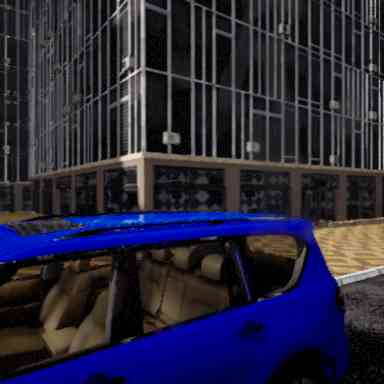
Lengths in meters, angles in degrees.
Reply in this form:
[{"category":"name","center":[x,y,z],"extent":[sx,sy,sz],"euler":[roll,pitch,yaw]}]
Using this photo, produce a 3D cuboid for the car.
[{"category":"car","center":[-1.007,1.228,2.656],"extent":[5.566,2.045,2.150],"euler":[1,0,-35]}]
